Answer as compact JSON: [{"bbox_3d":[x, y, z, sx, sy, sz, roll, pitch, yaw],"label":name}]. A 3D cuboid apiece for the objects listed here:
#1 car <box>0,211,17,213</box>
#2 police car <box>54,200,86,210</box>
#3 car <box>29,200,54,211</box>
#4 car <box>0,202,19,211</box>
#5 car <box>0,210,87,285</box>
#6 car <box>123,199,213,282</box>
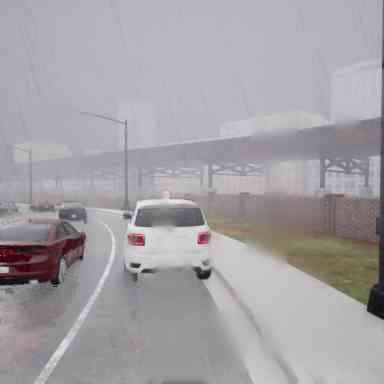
[{"bbox_3d":[-8.328,1.626,12.394,1.895,1.301,4.718,0,0,-12],"label":"car"},{"bbox_3d":[-9.204,1.460,25.318,1.930,1.638,5.238,0,0,-23],"label":"police car"},{"bbox_3d":[-17.618,1.655,38.926,1.994,1.385,4.181,-1,0,-39],"label":"car"},{"bbox_3d":[-21.549,1.743,38.275,1.895,1.301,4.718,-1,0,-42],"label":"car"},{"bbox_3d":[-4.289,1.485,9.392,1.882,1.535,5.008,0,0,-8],"label":"car"},{"bbox_3d":[-0.868,1.218,10.004,2.150,2.045,5.566,0,0,-9],"label":"car"}]
